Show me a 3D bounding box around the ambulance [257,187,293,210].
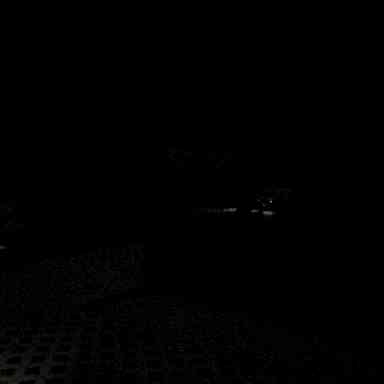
[{"bbox_3d":[9.534,0.687,38.126,2.351,2.431,6.366,3,2,35],"label":"ambulance"}]
